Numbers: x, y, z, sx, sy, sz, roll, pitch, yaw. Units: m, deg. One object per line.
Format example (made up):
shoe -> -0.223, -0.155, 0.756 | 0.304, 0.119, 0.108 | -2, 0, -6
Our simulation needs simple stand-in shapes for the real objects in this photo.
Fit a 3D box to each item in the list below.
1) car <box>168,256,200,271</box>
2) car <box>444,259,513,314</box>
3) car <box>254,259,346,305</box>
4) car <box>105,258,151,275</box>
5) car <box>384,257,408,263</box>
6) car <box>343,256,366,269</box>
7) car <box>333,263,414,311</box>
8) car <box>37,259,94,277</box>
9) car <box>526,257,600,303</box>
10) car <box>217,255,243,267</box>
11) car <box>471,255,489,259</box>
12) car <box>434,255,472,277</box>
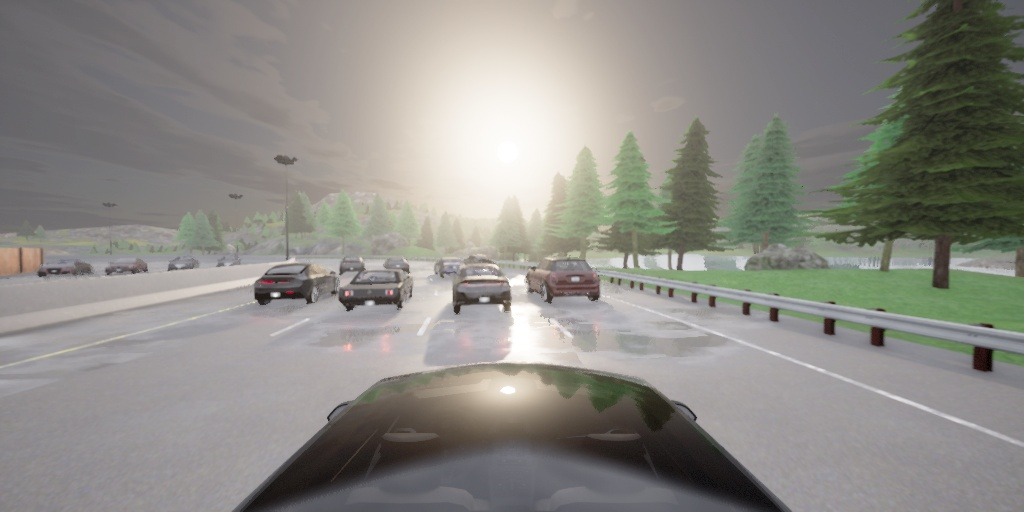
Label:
car -> -32.106, 0.754, 35.207 | 2.128, 1.511, 4.902 | -1, 1, -34
car -> -1.180, 1.021, 12.753 | 2.128, 1.511, 4.902 | -1, 1, -9
car -> -8.600, 1.041, 14.720 | 1.837, 1.490, 4.892 | 0, 1, -11
car -> -34.084, 0.868, 31.881 | 1.812, 1.442, 4.674 | -1, 1, -33
car -> -10.219, 0.767, 31.557 | 1.994, 1.385, 4.181 | -1, 1, -23
car -> -13.372, 0.743, 30.108 | 2.128, 1.511, 4.902 | -1, 1, -22
car -> -4.807, 1.142, 13.391 | 1.895, 1.301, 4.718 | -1, 1, -9
car -> -36.918, 0.966, 29.774 | 1.994, 1.385, 4.181 | -1, 1, -32
car -> 1.953, 0.817, 15.084 | 2.097, 1.767, 4.553 | -1, 1, -9
car -> -29.576, 0.688, 37.685 | 2.128, 1.511, 4.902 | -1, 1, -34
car -> -3.227, 0.636, 32.981 | 1.837, 1.490, 4.892 | -1, 1, -21
car -> -4.789, 0.805, 27.299 | 2.033, 1.411, 5.357 | -1, 1, -19
